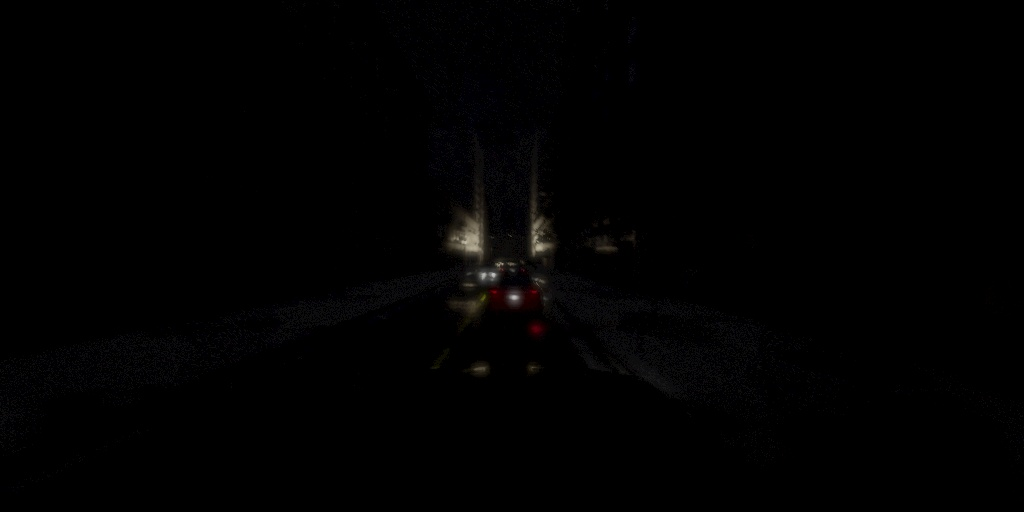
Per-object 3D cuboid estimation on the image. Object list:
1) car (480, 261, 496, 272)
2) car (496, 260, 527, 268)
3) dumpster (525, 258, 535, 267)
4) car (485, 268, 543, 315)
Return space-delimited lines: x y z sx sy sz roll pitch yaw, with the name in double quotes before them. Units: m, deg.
"car" -2.830 1.304 44.532 1.994 1.385 4.181 0 0 0
"car" 0.087 1.091 28.479 2.097 1.767 4.553 0 0 0
"dumpster" 3.016 1.141 61.190 1.020 1.700 1.940 0 0 0
"car" 0.086 1.308 13.544 1.994 1.385 4.181 0 0 0
